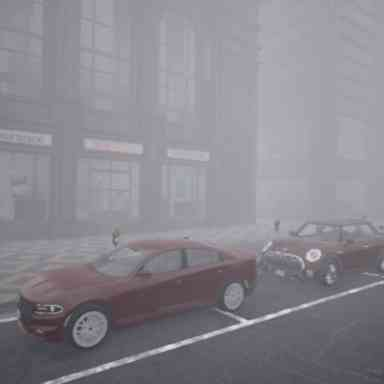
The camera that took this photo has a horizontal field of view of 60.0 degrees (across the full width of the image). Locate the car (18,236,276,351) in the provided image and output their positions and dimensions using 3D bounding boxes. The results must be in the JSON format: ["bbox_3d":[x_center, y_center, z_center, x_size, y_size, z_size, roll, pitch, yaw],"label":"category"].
[{"bbox_3d":[-0.730,1.574,6.238,4.507,1.381,1.887,1,0,-36],"label":"car"}]

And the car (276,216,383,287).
[{"bbox_3d":[3.848,1.526,9.506,4.097,1.590,1.967,1,0,-36],"label":"car"}]
